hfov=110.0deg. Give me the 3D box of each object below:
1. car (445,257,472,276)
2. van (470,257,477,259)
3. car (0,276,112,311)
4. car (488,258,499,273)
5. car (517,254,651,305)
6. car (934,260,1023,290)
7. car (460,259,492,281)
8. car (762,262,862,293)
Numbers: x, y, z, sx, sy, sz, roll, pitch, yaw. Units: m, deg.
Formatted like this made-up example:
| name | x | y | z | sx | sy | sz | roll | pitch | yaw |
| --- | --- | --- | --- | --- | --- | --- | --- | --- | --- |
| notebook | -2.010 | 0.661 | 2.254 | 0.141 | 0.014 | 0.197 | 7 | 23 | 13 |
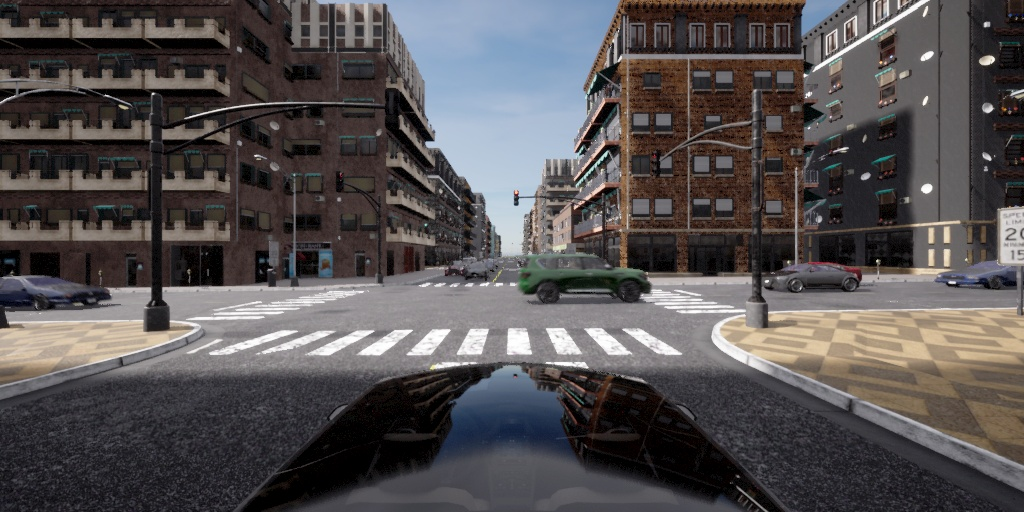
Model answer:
| name | x | y | z | sx | sy | sz | roll | pitch | yaw |
| --- | --- | --- | --- | --- | --- | --- | --- | --- | --- |
| car | -5.515 | 1.182 | 35.872 | 1.967 | 1.591 | 4.097 | 0 | 0 | 0 |
| van | -5.504 | 1.079 | 47.036 | 1.690 | 1.789 | 3.998 | 0 | 0 | 0 |
| car | -20.697 | 1.560 | 15.387 | 5.357 | 1.411 | 2.033 | -1 | 0 | 0 |
| car | -2.937 | 1.288 | 42.635 | 2.033 | 1.411 | 5.357 | 0 | 0 | -1 |
| car | 2.996 | 0.915 | 15.446 | 5.566 | 2.045 | 2.150 | -1 | 0 | 0 |
| car | 25.176 | 0.932 | 18.353 | 5.357 | 1.411 | 2.033 | -1 | 0 | 0 |
| car | -2.858 | 1.250 | 29.743 | 1.837 | 1.490 | 4.892 | 0 | 0 | -1 |
| car | 15.026 | 1.088 | 18.325 | 4.181 | 1.385 | 1.994 | -1 | 0 | 0 |
